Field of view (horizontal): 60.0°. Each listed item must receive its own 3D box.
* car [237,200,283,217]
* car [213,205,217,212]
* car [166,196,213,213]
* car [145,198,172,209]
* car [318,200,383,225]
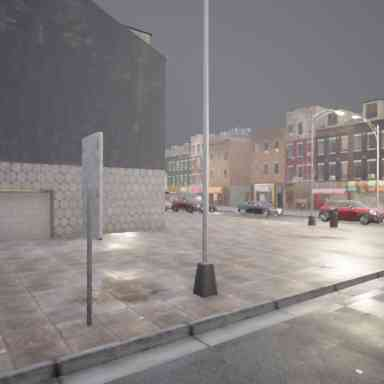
[{"bbox_3d":[6.474,1.567,31.948,2.128,1.511,4.902,0,0,-35],"label":"car"},{"bbox_3d":[0.747,1.658,40.002,2.033,1.411,5.357,0,0,-35],"label":"car"},{"bbox_3d":[-0.400,1.411,37.223,2.192,1.841,5.009,0,0,-35],"label":"car"},{"bbox_3d":[-4.956,1.674,48.075,1.812,1.442,4.674,0,0,-35],"label":"car"},{"bbox_3d":[11.799,1.396,24.534,2.097,1.767,4.553,0,0,-36],"label":"car"}]
